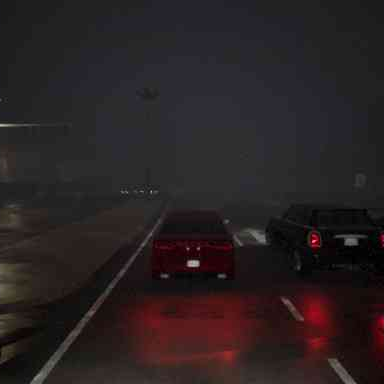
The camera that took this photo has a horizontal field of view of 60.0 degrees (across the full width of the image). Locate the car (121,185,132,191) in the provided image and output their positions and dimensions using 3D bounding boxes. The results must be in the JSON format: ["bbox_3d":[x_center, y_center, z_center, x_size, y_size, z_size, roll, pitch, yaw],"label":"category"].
[{"bbox_3d":[-16.032,-0.973,80.979,2.128,1.511,4.902,0,2,0],"label":"car"}]

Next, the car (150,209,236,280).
[{"bbox_3d":[0.035,1.194,9.073,1.882,1.535,5.008,0,2,0],"label":"car"}]

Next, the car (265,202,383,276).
[{"bbox_3d":[3.537,1.057,9.501,2.097,1.767,4.553,0,2,0],"label":"car"}]

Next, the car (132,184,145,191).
[{"bbox_3d":[-12.532,-1.019,80.970,1.882,1.535,5.008,0,2,0],"label":"car"}]

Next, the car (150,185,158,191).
[{"bbox_3d":[-9.032,-0.970,80.962,2.128,1.511,4.902,0,2,0],"label":"car"}]

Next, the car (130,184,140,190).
[{"bbox_3d":[-15.992,-1.421,94.044,1.882,1.535,5.008,0,2,0],"label":"car"}]
